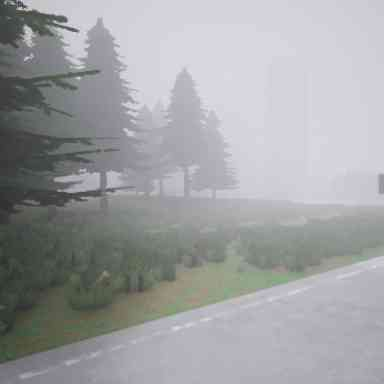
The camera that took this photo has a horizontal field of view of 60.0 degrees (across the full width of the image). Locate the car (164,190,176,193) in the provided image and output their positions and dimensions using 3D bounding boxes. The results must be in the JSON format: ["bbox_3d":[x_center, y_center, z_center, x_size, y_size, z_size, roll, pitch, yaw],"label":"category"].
[{"bbox_3d":[-5.706,0.290,77.726,4.181,1.381,1.994,-2,1,-35],"label":"car"}]

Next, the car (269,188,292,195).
[{"bbox_3d":[13.499,0.238,50.874,3.988,1.617,1.851,-2,1,-35],"label":"car"}]
